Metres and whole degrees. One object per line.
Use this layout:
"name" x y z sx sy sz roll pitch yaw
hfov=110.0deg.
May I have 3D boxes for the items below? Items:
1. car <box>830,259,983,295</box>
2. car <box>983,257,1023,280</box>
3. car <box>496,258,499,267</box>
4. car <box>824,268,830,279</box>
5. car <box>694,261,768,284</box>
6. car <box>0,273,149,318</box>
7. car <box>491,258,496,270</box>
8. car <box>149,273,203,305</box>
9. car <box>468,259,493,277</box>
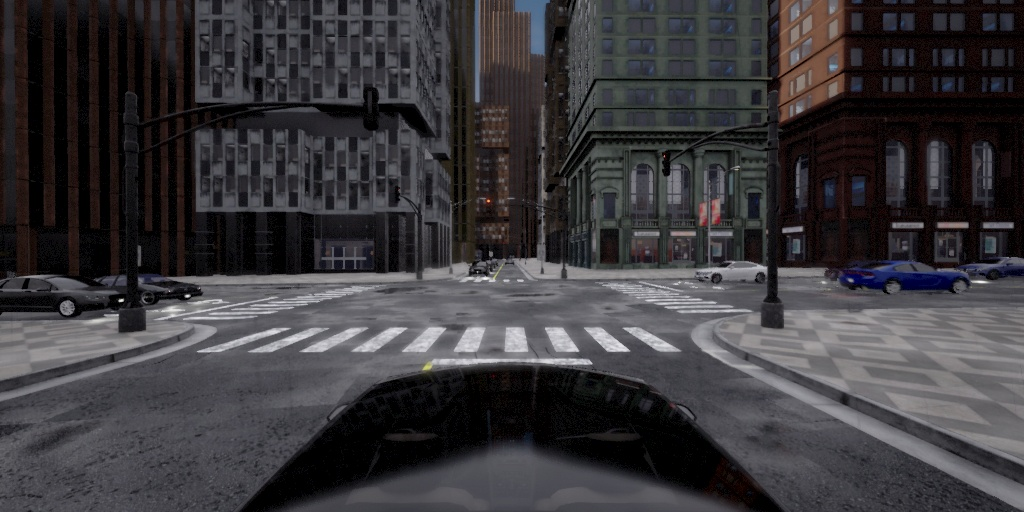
"car" 18.615 0.970 17.104 5.008 1.535 1.882 -1 0 0
"car" 32.375 0.811 23.836 4.674 1.442 1.812 -1 0 -1
"car" -3.409 1.301 55.739 1.895 1.301 4.718 0 0 0
"car" 23.416 0.962 23.812 4.181 1.385 1.994 -1 0 0
"car" 14.594 1.037 23.787 4.674 1.442 1.812 -1 0 -1
"car" -17.423 1.492 13.740 4.892 1.490 1.837 -1 0 0
"car" -3.323 1.223 45.450 1.837 1.490 4.892 0 0 0
"car" -17.867 1.524 17.046 5.357 1.411 2.033 -1 0 5
"car" -3.237 1.237 35.985 1.837 1.490 4.892 0 0 -1
